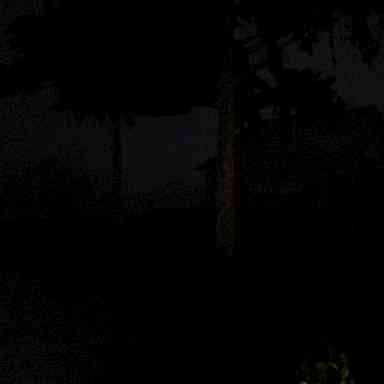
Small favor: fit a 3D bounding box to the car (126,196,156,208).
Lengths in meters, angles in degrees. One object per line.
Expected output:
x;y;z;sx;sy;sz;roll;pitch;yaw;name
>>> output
-7.304;1.427;47.982;1.837;1.490;4.892;0;0;36;car
